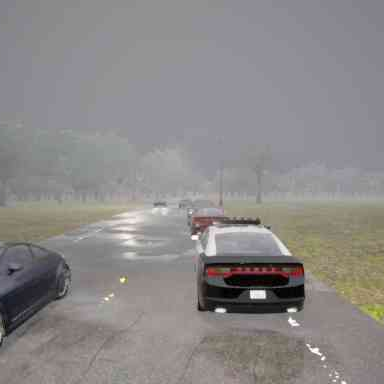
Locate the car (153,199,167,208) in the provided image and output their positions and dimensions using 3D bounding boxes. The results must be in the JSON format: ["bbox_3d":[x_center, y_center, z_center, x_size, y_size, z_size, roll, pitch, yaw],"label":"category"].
[{"bbox_3d":[-4.656,1.617,48.763,1.895,1.301,4.718,0,0,-2],"label":"car"}]

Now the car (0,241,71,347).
[{"bbox_3d":[-3.631,1.563,5.601,1.994,1.385,4.181,0,0,0],"label":"car"}]

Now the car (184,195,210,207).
[{"bbox_3d":[0.712,1.350,23.779,2.097,1.767,4.553,0,0,-2],"label":"car"}]

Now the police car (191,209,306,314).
[{"bbox_3d":[1.024,1.424,7.865,1.930,1.638,5.238,0,0,-1],"label":"police car"}]

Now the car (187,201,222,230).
[{"bbox_3d":[0.869,1.477,17.792,1.882,1.535,5.008,0,0,-1],"label":"car"}]

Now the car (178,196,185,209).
[{"bbox_3d":[-0.906,1.504,46.252,2.128,1.511,4.902,0,0,-1],"label":"car"}]
